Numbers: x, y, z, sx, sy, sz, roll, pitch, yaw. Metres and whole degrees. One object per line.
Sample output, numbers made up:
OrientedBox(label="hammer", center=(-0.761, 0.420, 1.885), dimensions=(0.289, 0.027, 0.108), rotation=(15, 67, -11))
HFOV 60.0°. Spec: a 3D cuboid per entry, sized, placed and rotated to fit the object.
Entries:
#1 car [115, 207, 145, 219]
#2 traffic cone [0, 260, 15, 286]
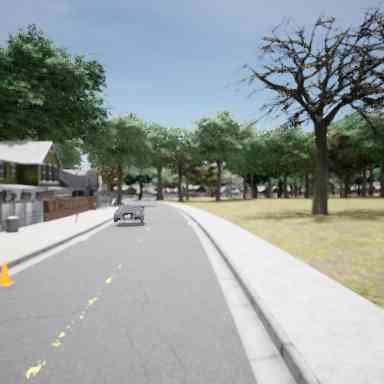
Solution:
OrientedBox(label="car", center=(-4.238, 1.353, 23.030), dimensions=(1.994, 1.385, 4.181), rotation=(0, 0, -4))
OrientedBox(label="traffic cone", center=(-4.548, 1.947, 8.090), dimensions=(0.340, 0.580, 0.340), rotation=(0, 0, -2))
